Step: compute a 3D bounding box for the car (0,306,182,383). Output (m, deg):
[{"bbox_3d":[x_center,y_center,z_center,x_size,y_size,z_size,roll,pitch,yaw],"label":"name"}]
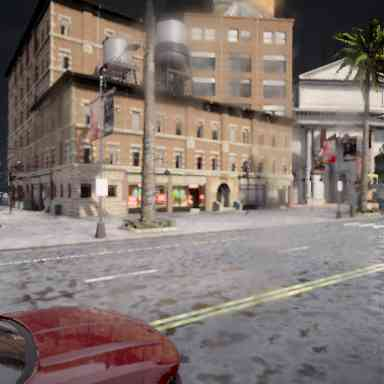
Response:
[{"bbox_3d":[-2.356,1.475,2.041,5.008,1.535,1.882,0,0,-36],"label":"car"}]
